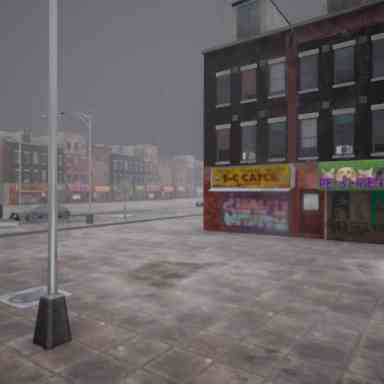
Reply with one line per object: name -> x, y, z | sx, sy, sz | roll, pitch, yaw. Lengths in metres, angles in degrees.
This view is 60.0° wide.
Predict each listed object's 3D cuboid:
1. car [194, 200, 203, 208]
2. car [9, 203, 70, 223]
car -> 2.293, 1.459, 44.466 | 1.895, 1.301, 4.718 | 0, 0, 36
car -> -11.393, 1.506, 25.128 | 1.994, 1.385, 4.181 | 0, 0, 35
